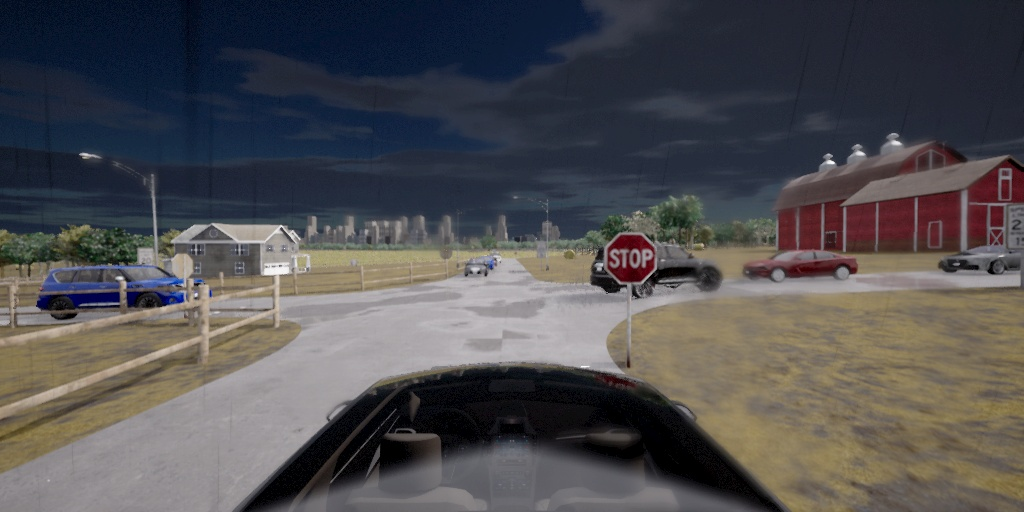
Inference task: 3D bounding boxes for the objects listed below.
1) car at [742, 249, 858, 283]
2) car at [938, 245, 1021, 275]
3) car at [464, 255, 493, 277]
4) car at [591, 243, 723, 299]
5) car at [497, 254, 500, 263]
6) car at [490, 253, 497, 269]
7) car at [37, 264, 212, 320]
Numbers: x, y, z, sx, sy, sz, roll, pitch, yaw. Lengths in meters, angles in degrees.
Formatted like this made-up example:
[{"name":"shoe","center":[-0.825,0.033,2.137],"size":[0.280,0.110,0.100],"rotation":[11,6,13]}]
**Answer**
[{"name":"car","center":[14.232,0.436,17.911],"size":[5.008,1.535,1.882],"rotation":[-2,1,0]},{"name":"car","center":[24.273,0.152,17.975],"size":[4.181,1.385,1.994],"rotation":[-2,1,0]},{"name":"car","center":[-2.961,0.914,30.480],"size":[2.128,1.511,4.902],"rotation":[0,1,-2]},{"name":"car","center":[5.956,0.518,14.853],"size":[5.566,2.045,2.150],"rotation":[-2,-1,-20]},{"name":"car","center":[-3.106,0.776,50.919],"size":[1.994,1.385,4.181],"rotation":[0,1,-1]},{"name":"car","center":[-3.055,0.788,40.722],"size":[1.882,1.535,5.008],"rotation":[0,1,0]},{"name":"car","center":[-15.799,1.372,14.790],"size":[5.566,2.045,2.150],"rotation":[-2,1,-1]}]
